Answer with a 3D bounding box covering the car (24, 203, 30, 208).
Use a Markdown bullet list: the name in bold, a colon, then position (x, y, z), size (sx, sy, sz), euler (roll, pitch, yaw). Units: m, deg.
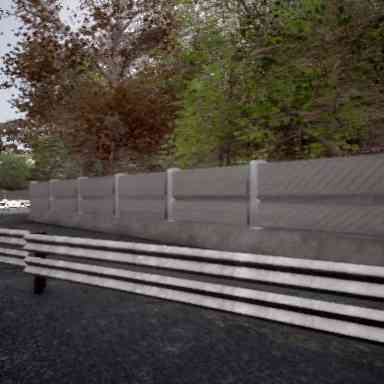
- **car**: position (-26.648, 2.040, 57.613), size (2.033, 1.411, 5.357), euler (-1, 0, 13)
